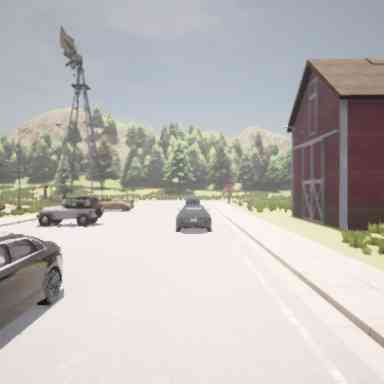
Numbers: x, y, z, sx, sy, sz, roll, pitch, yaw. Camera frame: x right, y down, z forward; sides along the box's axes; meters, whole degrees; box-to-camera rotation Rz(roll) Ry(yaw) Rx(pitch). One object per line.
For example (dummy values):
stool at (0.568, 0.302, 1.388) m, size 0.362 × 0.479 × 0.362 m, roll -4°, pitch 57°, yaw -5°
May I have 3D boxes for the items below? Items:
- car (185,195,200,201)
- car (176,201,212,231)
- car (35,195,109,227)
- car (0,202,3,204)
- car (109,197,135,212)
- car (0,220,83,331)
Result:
car at (0.092, 1.205, 42.057) m, size 1.837 × 1.490 × 4.892 m, roll 0°, pitch 0°, yaw 0°
car at (0.097, 1.425, 19.423) m, size 1.994 × 1.385 × 4.181 m, roll 0°, pitch 0°, yaw 0°
car at (-7.581, 1.163, 20.989) m, size 3.866 × 1.878 × 1.905 m, roll 0°, pitch 0°, yaw 1°
car at (-20.946, 1.283, 33.354) m, size 3.905 × 1.438 × 1.784 m, roll 0°, pitch 0°, yaw 1°
car at (-8.074, 1.260, 34.476) m, size 4.193 × 1.474 × 1.816 m, roll 0°, pitch 0°, yaw 1°
car at (-3.592, 1.455, 5.063) m, size 2.128 × 1.511 × 4.902 m, roll 0°, pitch 0°, yaw 0°
